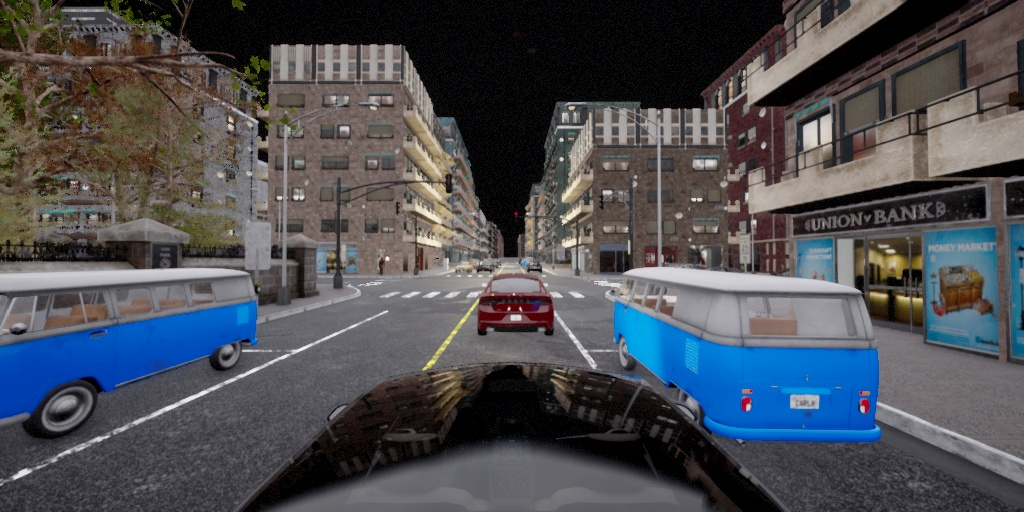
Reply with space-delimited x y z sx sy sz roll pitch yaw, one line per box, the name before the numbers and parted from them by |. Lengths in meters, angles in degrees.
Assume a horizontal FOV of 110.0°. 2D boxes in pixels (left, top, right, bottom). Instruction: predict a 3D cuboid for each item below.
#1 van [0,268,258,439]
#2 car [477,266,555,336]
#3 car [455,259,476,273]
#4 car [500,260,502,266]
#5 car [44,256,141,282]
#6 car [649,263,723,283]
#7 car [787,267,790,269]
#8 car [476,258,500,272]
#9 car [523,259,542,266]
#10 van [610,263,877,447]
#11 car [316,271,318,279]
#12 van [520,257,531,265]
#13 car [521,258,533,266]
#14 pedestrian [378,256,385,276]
van | -5.659 1.091 5.110 1.690 1.789 3.998 0 0 0
car | 0.090 1.228 10.475 1.882 1.535 5.008 0 0 0
car | -5.725 1.277 42.885 1.751 1.417 4.829 0 0 0
car | -3.129 1.241 57.011 2.128 1.511 4.902 0 0 0
car | -30.194 0.918 25.948 4.553 1.767 2.097 0 -1 1
car | 13.772 1.356 28.667 4.902 1.511 2.128 0 -1 1
car | 24.886 1.539 31.116 4.313 1.339 1.948 0 0 1
car | -3.104 1.300 43.494 2.033 1.411 5.357 0 0 4
car | 2.655 1.318 43.063 1.948 1.339 4.313 0 0 0
van | 2.655 1.091 5.116 1.690 1.789 3.998 0 0 0
car | -16.626 1.131 25.794 4.902 1.511 2.128 0 -1 1
van | 2.640 1.095 59.990 1.690 1.789 3.998 0 0 0
car | 2.650 1.303 48.705 2.007 1.370 4.403 0 0 0
pedestrian | -12.568 0.958 34.491 0.375 1.860 0.375 0 -1 1
